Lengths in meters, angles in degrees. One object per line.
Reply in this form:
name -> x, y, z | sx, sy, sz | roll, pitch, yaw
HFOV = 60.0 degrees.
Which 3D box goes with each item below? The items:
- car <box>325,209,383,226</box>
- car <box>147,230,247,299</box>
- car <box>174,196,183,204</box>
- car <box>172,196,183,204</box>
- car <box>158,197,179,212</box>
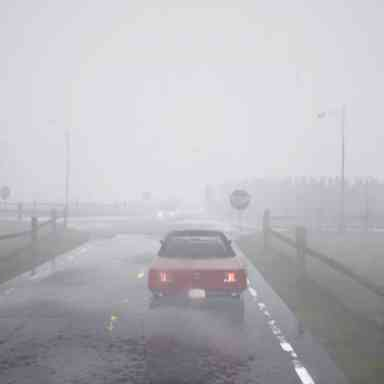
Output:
car -> 12.957, 1.943, 25.831 | 4.718, 1.301, 1.895 | 1, -1, 2
car -> 0.096, 1.599, 8.391 | 1.895, 1.301, 4.718 | 0, 0, 0
car -> -2.866, 1.555, 50.743 | 2.033, 1.411, 5.357 | 0, 0, 0
car -> -2.818, 1.498, 65.678 | 1.882, 1.535, 5.008 | 0, 0, 0
car -> -2.878, 1.565, 39.341 | 1.994, 1.385, 4.181 | 0, 0, -1
